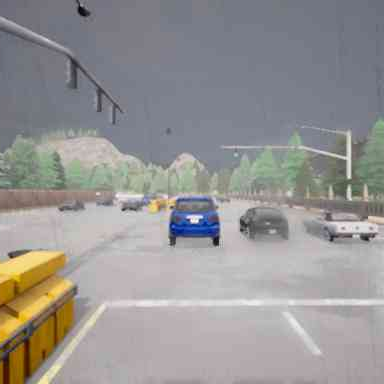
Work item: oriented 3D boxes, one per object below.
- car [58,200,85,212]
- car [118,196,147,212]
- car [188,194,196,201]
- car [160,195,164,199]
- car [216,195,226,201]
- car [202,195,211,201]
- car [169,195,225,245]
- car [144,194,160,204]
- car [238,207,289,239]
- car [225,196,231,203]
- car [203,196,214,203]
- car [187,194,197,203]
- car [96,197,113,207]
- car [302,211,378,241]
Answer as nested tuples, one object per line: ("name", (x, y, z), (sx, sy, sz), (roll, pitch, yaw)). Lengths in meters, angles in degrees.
("car", (-14.082, 1.593, 39.093), (1.994, 1.385, 4.181), (0, 0, 0))
("car", (-7.084, 1.578, 39.660), (2.033, 1.411, 5.357), (0, 0, 0))
("car", (0.011, 1.372, 80.208), (1.882, 1.535, 5.008), (0, 0, 0))
("car", (-6.991, 1.407, 70.047), (2.097, 1.767, 4.553), (0, 0, 0))
("car", (7.011, 1.489, 80.237), (1.895, 1.301, 4.718), (0, 0, 0))
("car", (3.511, 1.434, 80.207), (2.033, 1.411, 5.357), (0, 0, 0))
("car", (0.102, 1.234, 15.798), (2.150, 2.045, 5.566), (0, 0, 0))
("car", (-7.034, 1.267, 54.996), (2.150, 2.045, 5.566), (0, 0, 1))
("car", (3.602, 1.519, 17.250), (1.837, 1.490, 4.892), (0, 0, 0))
("car", (7.009, 1.571, 70.203), (1.812, 1.442, 4.674), (0, 0, 0))
("car", (3.509, 1.585, 69.787), (2.033, 1.411, 5.357), (0, 0, 0))
("car", (0.009, 1.402, 70.174), (2.097, 1.767, 4.553), (0, 0, 0))
("car", (-14.046, 1.547, 53.719), (1.837, 1.490, 4.892), (0, 0, 1))
("car", (7.103, 1.613, 16.582), (1.895, 1.301, 4.718), (0, 0, 0))
